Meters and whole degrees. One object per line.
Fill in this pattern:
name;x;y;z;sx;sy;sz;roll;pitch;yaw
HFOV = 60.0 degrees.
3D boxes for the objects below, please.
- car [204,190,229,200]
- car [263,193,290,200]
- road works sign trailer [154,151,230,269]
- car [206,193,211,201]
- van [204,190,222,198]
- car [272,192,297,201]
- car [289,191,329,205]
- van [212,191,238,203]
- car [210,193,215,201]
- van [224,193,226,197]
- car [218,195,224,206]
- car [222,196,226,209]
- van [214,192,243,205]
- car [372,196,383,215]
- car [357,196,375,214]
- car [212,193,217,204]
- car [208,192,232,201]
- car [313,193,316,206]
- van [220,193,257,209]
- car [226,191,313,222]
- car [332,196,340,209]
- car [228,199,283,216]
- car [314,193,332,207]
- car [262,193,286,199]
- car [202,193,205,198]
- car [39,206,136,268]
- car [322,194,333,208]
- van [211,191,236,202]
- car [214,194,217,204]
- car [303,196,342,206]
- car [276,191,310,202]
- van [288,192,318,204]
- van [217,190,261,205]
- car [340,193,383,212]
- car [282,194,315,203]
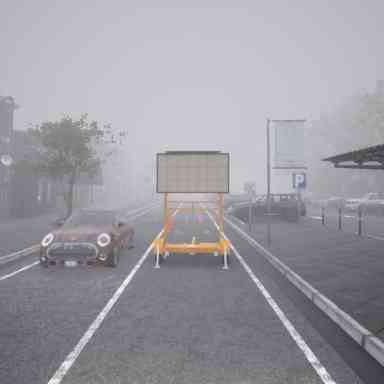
car;5.570;0.659;75.359;5.566;2.045;2.435;0;1;0
car;18.498;0.940;72.986;5.366;1.575;1.946;0;1;0
road works sign trailer;0.037;0.441;11.123;2.380;3.560;2.880;0;0;2
car;5.615;0.912;55.736;5.566;2.045;2.435;0;1;0
van;5.456;0.541;86.571;4.442;1.987;1.878;0;1;0
car;18.727;0.888;67.436;4.553;1.767;2.185;0;1;0
car;18.756;0.941;53.556;5.566;2.045;2.435;0;1;0
van;5.753;0.901;58.541;4.442;1.987;1.878;0;1;0
car;5.662;1.230;50.131;4.892;1.521;2.231;0;1;0
van;5.811;1.125;33.305;4.442;1.987;1.878;0;0;0
car;5.682;1.337;36.109;5.008;1.535;2.097;0;0;0
car;5.522;1.376;27.699;5.366;1.575;1.946;0;0;0
van;5.766;0.973;52.937;4.442;1.987;1.878;0;1;0
car;18.790;1.375;28.571;5.008;1.535;2.097;0;0;0
car;18.783;1.362;31.347;5.008;1.535;2.097;0;0;0
car;5.659;1.298;47.329;4.674;1.452;2.002;0;1;0
car;5.648;0.893;66.951;4.553;1.767;2.185;0;1;0
car;18.717;1.309;45.224;4.792;1.488;2.163;0;1;0
van;5.791;1.077;41.716;4.442;1.987;1.878;0;0;0
car;5.685;1.142;24.894;5.566;2.045;2.435;0;0;0
car;18.760;1.335;36.897;4.892;1.521;2.231;0;0;0
car;5.703;1.405;30.503;4.674;1.452;2.002;0;0;0
car;18.938;1.296;42.452;5.366;1.575;1.946;0;0;0
car;18.682;0.908;75.763;4.892;1.521;2.231;0;1;0
car;5.576;0.696;72.556;5.566;2.045;2.435;0;1;0
car;-3.259;1.328;11.201;2.097;1.767;4.553;0;0;0
car;18.754;1.317;39.675;5.008;1.535;2.097;0;0;0
van;5.747;0.865;61.344;4.442;1.987;1.878;0;1;0
car;5.698;1.313;44.521;4.792;1.488;2.163;0;0;0
car;18.769;1.281;48.007;4.792;1.488;2.163;0;1;0
car;18.737;0.834;61.882;5.566;2.045;2.435;0;1;0
van;18.838;0.931;56.332;4.442;1.987;1.878;0;1;0
van;5.565;1.096;38.914;4.442;1.987;1.878;0;0;0
car;18.743;1.097;34.121;5.566;2.045;2.435;0;0;0
car;18.901;1.118;59.109;5.366;1.575;1.946;0;1;0
